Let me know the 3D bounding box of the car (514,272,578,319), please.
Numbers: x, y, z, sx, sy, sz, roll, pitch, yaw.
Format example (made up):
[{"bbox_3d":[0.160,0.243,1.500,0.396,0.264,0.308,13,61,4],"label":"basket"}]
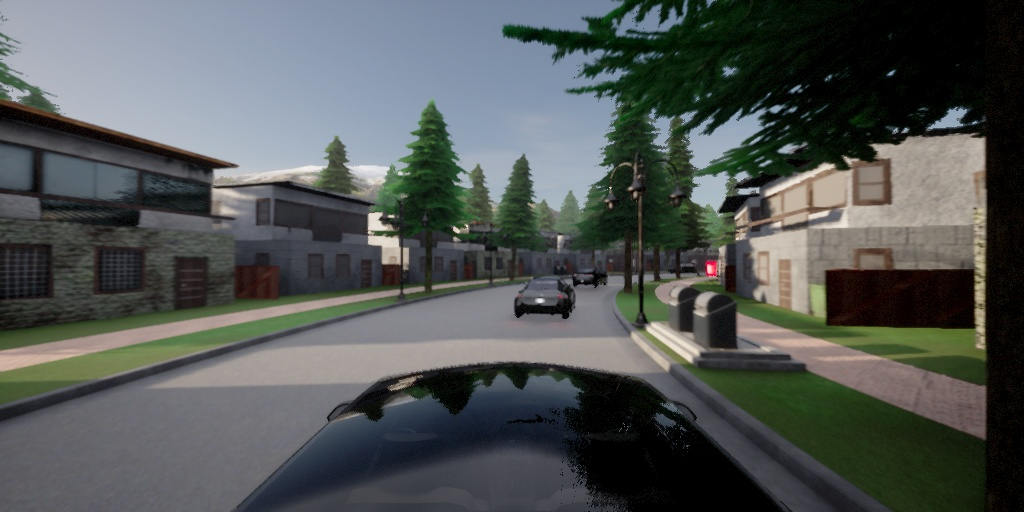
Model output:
[{"bbox_3d":[1.370,1.485,13.884,1.994,1.385,4.181,0,-1,13],"label":"car"}]

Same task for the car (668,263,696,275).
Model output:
[{"bbox_3d":[25.677,1.861,54.243,4.553,1.767,2.097,1,-1,-32],"label":"car"}]

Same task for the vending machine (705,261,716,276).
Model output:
[{"bbox_3d":[24.779,1.571,44.700,0.880,2.100,1.100,0,0,-38],"label":"vending machine"}]

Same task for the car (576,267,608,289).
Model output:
[{"bbox_3d":[6.030,1.604,27.372,2.128,1.511,4.902,0,-1,27],"label":"car"}]
